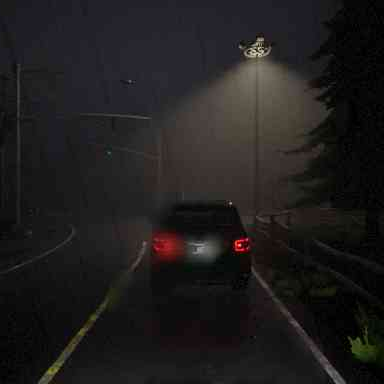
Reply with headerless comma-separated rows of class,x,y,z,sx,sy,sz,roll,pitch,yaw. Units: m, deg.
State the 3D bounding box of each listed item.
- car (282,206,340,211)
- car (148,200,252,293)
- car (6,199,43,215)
car,10.701,1.628,30.144,4.718,1.301,1.895,0,0,0
car,0.008,1.222,9.066,2.150,2.045,5.566,0,0,-5
car,-17.202,1.505,33.802,4.892,1.490,1.837,0,0,30
